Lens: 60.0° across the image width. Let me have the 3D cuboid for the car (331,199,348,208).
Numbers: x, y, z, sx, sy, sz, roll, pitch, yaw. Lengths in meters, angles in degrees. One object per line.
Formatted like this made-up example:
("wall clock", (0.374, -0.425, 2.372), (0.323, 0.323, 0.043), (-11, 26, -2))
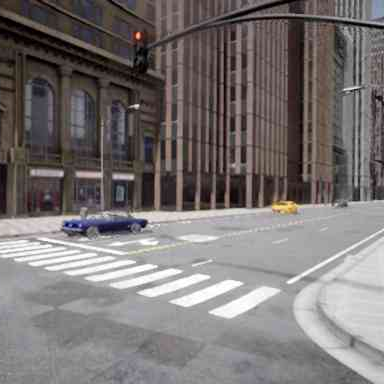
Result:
("car", (25.982, 2.018, 58.453), (2.128, 1.511, 4.902), (1, 0, 37))

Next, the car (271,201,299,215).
("car", (10.791, 1.832, 38.499), (1.882, 1.535, 5.008), (1, 0, 37))

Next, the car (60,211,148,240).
("car", (-4.671, 1.727, 18.192), (1.895, 1.301, 4.718), (1, 0, 37))
